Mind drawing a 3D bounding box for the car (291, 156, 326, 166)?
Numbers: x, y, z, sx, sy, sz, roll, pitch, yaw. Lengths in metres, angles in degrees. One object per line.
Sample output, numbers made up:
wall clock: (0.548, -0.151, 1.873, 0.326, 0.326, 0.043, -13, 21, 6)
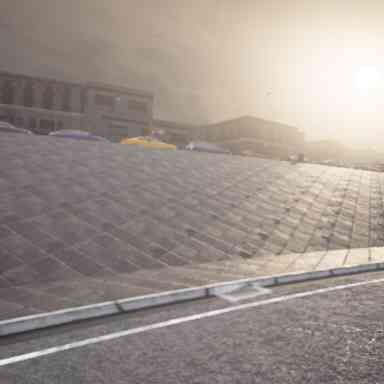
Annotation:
car: (11.496, -3.046, 35.448, 4.674, 1.452, 2.002, 3, -1, -27)

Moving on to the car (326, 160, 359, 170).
car: (16.251, -2.845, 38.045, 4.892, 1.521, 2.231, 3, -1, -29)

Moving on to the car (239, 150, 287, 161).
car: (6.602, -3.299, 32.910, 4.792, 1.488, 2.163, 3, -1, -26)

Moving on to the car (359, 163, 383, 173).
car: (21.135, -2.704, 40.857, 4.553, 1.767, 2.185, 3, -1, -30)

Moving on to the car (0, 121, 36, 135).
car: (-13.725, -4.305, 23.691, 4.892, 1.521, 2.231, 2, -1, -21)

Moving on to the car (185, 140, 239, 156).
car: (1.478, -3.706, 30.376, 4.553, 1.767, 2.185, 3, -1, -25)

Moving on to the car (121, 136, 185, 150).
car: (-3.530, -3.824, 28.044, 5.008, 1.535, 2.097, 3, -1, -24)

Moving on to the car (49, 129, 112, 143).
car: (-8.606, -4.027, 25.812, 4.674, 1.452, 2.002, 3, -1, -23)
